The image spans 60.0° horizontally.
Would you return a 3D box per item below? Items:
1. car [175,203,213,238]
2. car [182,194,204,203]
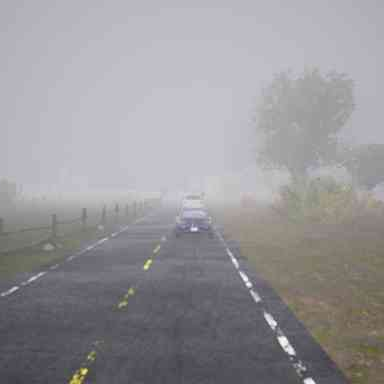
[{"bbox_3d":[0.108,1.525,17.434,1.812,1.442,4.674,0,0,0],"label":"car"},{"bbox_3d":[0.115,1.236,37.301,2.150,2.045,5.566,0,0,0],"label":"car"}]
